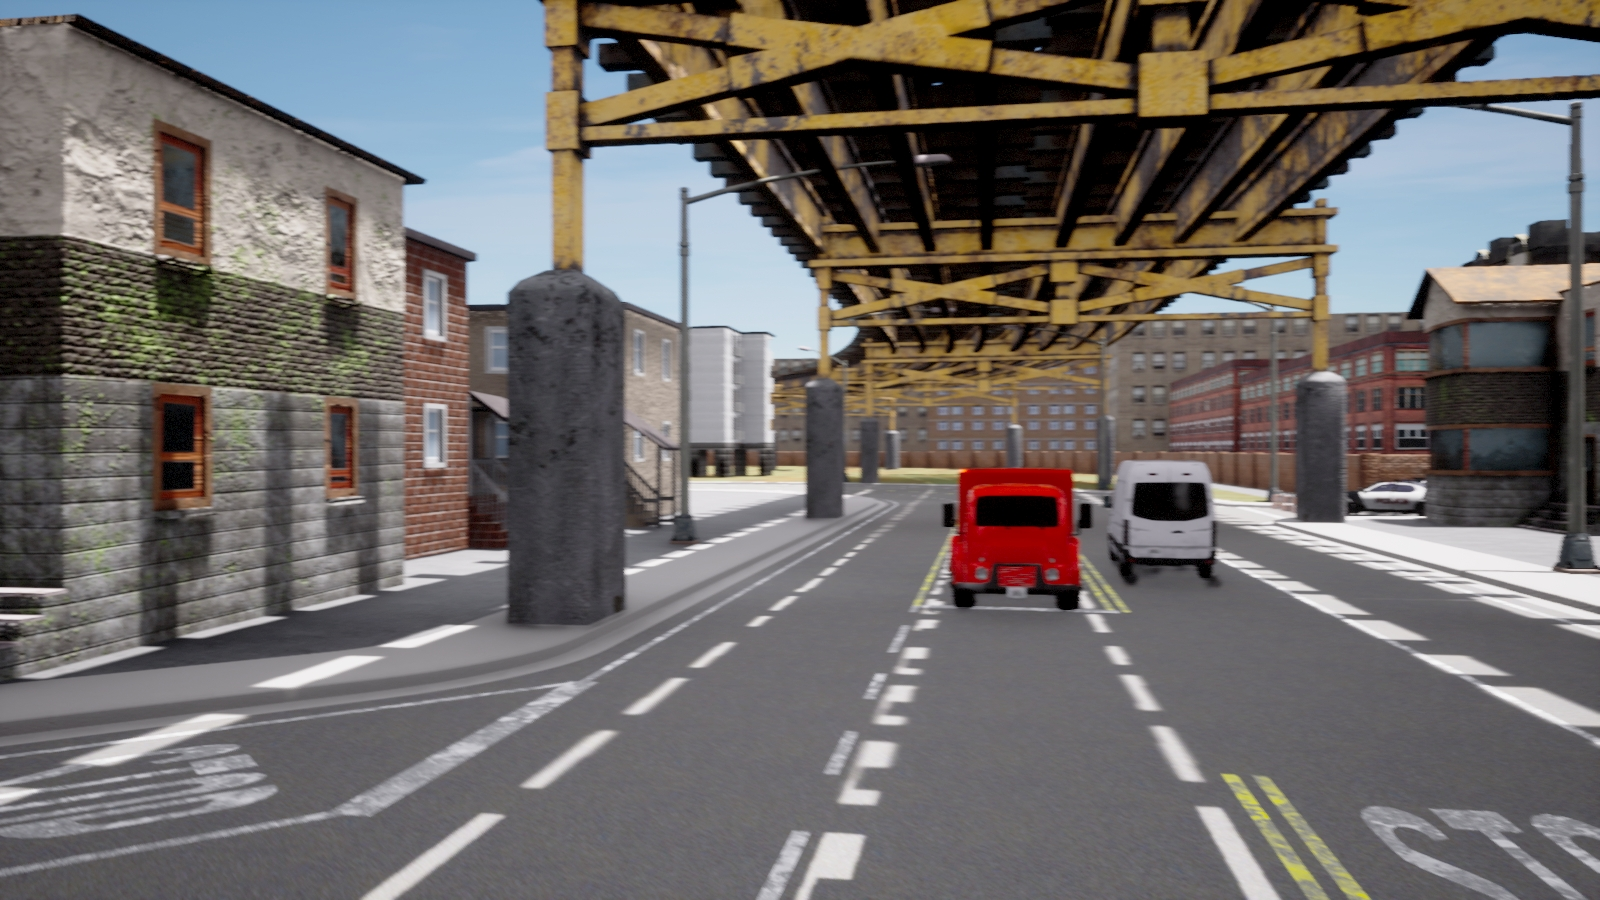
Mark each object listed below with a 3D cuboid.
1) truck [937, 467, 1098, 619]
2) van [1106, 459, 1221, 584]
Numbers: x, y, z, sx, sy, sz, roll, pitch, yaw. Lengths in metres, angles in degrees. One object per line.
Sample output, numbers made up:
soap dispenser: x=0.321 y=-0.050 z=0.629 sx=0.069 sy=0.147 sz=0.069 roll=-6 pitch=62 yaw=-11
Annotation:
truck: x=4.053 y=1.574 z=21.552 sx=2.627 sy=2.467 sz=5.204 roll=0 pitch=-1 yaw=10
van: x=8.455 y=1.525 z=27.063 sx=1.988 sy=2.561 sz=5.915 roll=0 pitch=0 yaw=12
